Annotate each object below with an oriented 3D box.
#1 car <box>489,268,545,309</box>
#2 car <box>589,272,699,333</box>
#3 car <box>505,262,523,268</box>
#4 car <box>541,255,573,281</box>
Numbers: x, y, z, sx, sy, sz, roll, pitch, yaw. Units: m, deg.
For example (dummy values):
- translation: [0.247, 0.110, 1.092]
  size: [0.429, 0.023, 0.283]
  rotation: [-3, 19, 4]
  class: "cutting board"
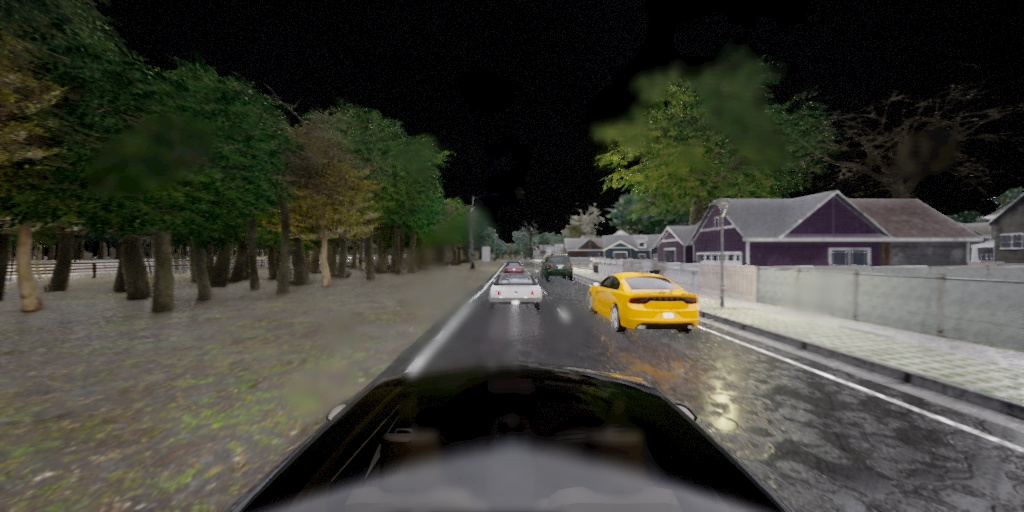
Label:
- translation: [0.139, 1.350, 14.844]
  size: [1.895, 1.301, 4.718]
  rotation: [0, 0, 0]
  class: "car"
- translation: [3.625, 1.227, 10.766]
  size: [1.882, 1.535, 5.008]
  rotation: [0, 0, 0]
  class: "car"
- translation: [0.210, 1.299, 37.557]
  size: [1.994, 1.385, 4.181]
  rotation: [0, 0, 0]
  class: "car"
- translation: [3.686, 0.969, 29.951]
  size: [2.150, 2.045, 5.566]
  rotation: [0, 0, 0]
  class: "car"
